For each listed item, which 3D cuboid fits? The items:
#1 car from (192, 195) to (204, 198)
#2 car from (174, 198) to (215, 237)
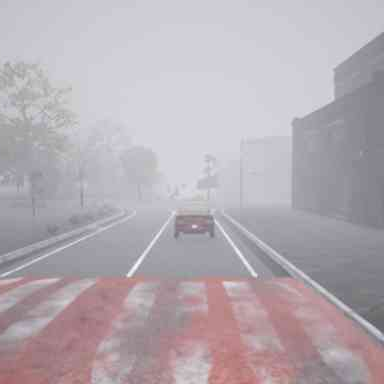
[{"bbox_3d":[0.655,1.083,32.818,1.801,1.575,5.366,0,1,5],"label":"car"},{"bbox_3d":[0.110,1.291,16.799,1.882,1.535,5.008,0,1,0],"label":"car"}]
